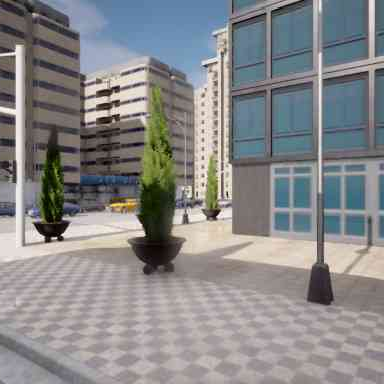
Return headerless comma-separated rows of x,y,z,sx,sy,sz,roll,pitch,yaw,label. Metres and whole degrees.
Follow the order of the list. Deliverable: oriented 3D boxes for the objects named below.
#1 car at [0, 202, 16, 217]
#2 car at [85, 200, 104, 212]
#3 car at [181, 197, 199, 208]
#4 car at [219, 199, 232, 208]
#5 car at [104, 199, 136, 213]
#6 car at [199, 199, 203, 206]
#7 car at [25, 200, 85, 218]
-17.144,1.603,29.756,2.033,1.411,5.357,0,0,35,car
-11.806,1.619,37.283,1.994,1.385,4.181,0,0,35,car
-1.383,1.581,45.911,1.812,1.442,4.674,0,0,35,car
5.529,1.656,49.298,1.895,1.301,4.718,0,0,35,car
-7.163,1.533,37.783,1.882,1.535,5.008,0,0,35,car
-0.023,1.581,53.833,1.812,1.442,4.674,0,0,36,car
-12.488,1.581,30.236,1.812,1.442,4.674,0,0,35,car
